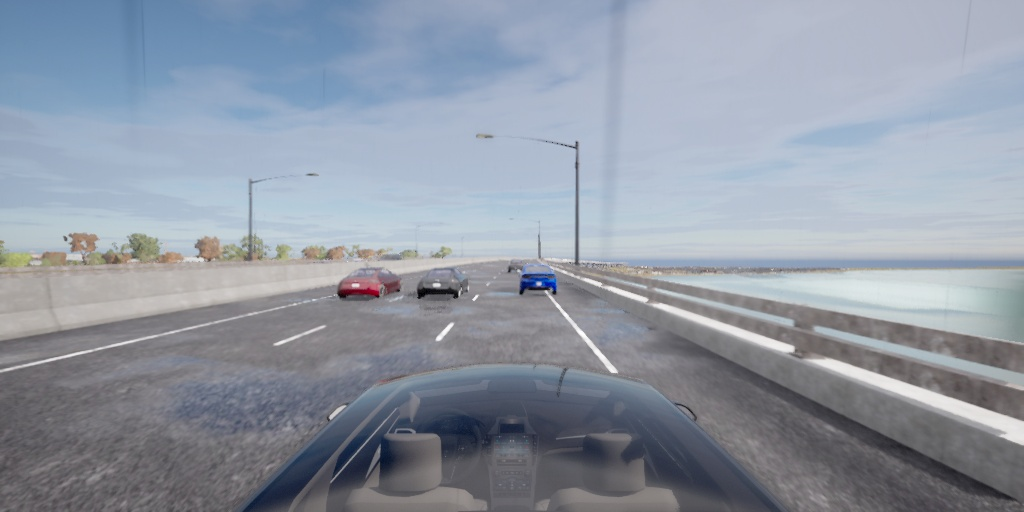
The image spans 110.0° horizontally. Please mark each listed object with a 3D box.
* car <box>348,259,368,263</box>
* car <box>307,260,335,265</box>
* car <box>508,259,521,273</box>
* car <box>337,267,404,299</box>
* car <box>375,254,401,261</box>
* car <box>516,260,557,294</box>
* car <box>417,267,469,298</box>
[{"bbox_3d":[-20.450,1.107,47.446,1.812,1.442,4.674,0,0,2],"label":"car"},{"bbox_3d":[-24.009,1.185,45.626,1.895,1.301,4.718,0,0,2],"label":"car"},{"bbox_3d":[0.484,1.100,41.367,2.128,1.511,4.902,0,0,2],"label":"car"},{"bbox_3d":[-6.821,1.247,17.696,1.994,1.385,4.181,0,0,1],"label":"car"},{"bbox_3d":[-16.908,0.799,49.250,2.150,2.045,5.566,0,0,2],"label":"car"},{"bbox_3d":[1.314,1.160,19.504,1.882,1.535,5.008,0,0,1],"label":"car"},{"bbox_3d":[-3.319,1.249,17.886,1.994,1.385,4.181,0,0,1],"label":"car"}]
